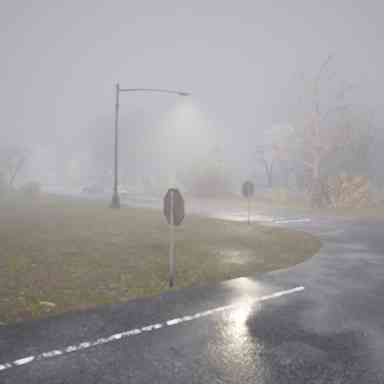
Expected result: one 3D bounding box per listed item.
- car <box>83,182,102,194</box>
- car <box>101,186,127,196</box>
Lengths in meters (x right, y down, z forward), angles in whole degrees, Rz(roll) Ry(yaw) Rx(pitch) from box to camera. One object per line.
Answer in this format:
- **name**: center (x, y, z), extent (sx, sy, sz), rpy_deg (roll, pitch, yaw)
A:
- **car**: center (-17.767, -0.740, 59.778), extent (2.150, 2.045, 5.566), rpy_deg (1, 2, -36)
- **car**: center (-11.953, -0.039, 51.652), extent (1.895, 1.301, 4.718), rpy_deg (1, 2, -36)
